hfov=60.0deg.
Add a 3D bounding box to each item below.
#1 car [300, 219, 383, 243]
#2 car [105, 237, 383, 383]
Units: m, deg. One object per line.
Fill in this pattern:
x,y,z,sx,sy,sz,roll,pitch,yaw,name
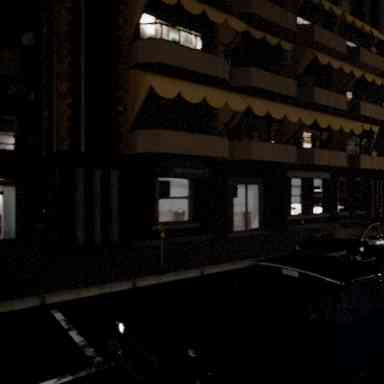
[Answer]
4.935,1.525,10.119,4.403,1.369,2.008,0,0,-36,car
1.376,1.592,4.371,4.718,1.301,1.895,0,0,-36,car
